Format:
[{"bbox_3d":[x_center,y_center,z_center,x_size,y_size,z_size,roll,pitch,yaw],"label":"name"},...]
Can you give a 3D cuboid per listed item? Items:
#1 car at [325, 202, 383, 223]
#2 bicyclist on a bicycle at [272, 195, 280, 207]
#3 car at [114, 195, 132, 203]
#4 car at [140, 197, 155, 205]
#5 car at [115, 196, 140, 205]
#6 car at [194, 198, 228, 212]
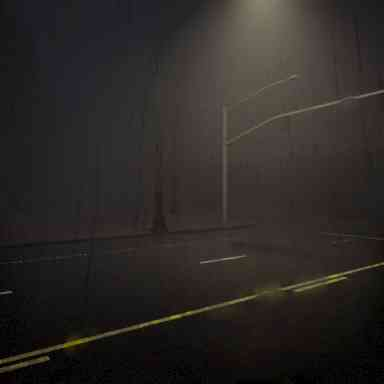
[{"bbox_3d":[12.744,1.525,25.705,1.812,1.442,4.674,0,0,-42],"label":"car"},{"bbox_3d":[11.543,1.303,45.535,1.656,1.620,0.582,0,0,-36],"label":"bicyclist on a bicycle"},{"bbox_3d":[-14.367,1.468,69.122,1.812,1.442,4.674,0,0,-36],"label":"car"},{"bbox_3d":[-8.559,1.564,61.070,1.994,1.385,4.181,0,0,-35],"label":"car"},{"bbox_3d":[-11.809,1.492,59.446,2.128,1.511,4.902,0,0,-35],"label":"car"},{"bbox_3d":[2.209,1.491,39.706,2.128,1.511,4.902,0,0,-36],"label":"car"}]
